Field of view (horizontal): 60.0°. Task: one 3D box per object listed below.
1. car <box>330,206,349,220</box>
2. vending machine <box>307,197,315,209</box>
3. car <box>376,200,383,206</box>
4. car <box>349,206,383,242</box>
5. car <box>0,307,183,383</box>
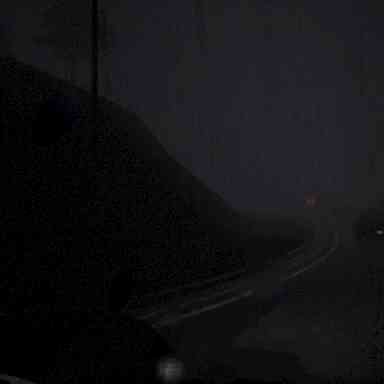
[{"bbox_3d":[15.420,2.020,32.803,1.895,1.301,4.718,0,-1,-1],"label":"car"},{"bbox_3d":[21.686,1.951,60.544,1.100,2.100,0.880,0,-1,-18],"label":"vending machine"},{"bbox_3d":[18.940,1.630,31.086,2.150,2.045,5.566,0,-1,0],"label":"car"},{"bbox_3d":[9.470,1.703,17.330,1.882,1.535,5.008,0,-1,23],"label":"car"},{"bbox_3d":[-2.308,1.512,2.203,4.902,1.511,2.128,1,-1,-35],"label":"car"}]
